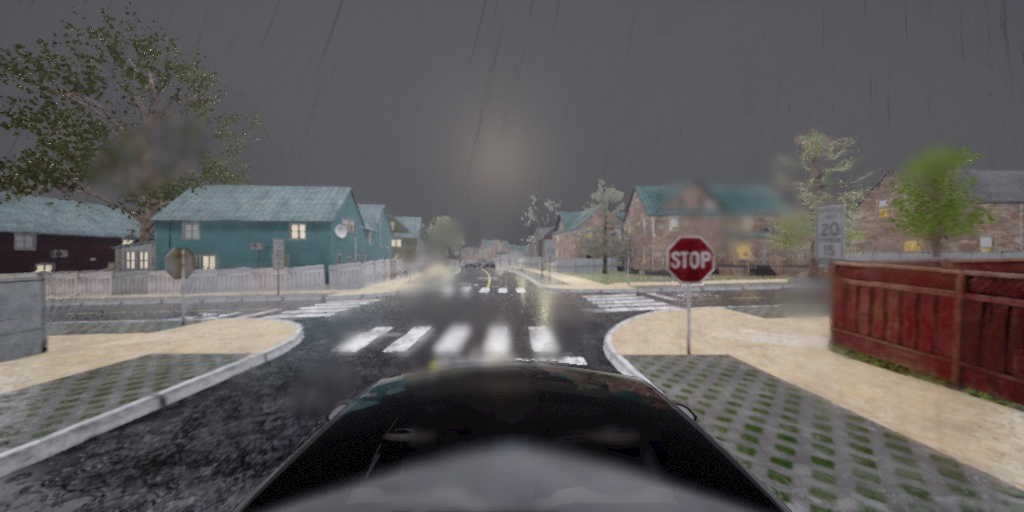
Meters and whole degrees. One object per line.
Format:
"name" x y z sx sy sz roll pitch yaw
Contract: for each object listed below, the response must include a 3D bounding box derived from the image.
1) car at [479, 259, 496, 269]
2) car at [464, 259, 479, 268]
"car" -3.800 1.280 58.117 1.837 1.490 4.892 0 0 -10
"car" -7.337 1.307 62.165 1.837 1.490 4.892 0 0 -10
